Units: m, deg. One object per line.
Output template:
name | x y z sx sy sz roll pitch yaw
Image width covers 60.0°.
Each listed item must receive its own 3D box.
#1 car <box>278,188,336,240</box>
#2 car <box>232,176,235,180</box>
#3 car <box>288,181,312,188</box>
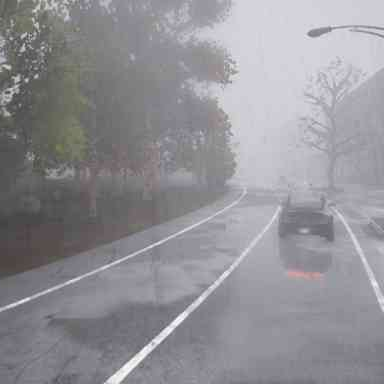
car | 4.555 0.862 13.233 1.837 1.490 4.892 0 4 20
car | 7.894 -3.700 73.581 2.150 2.045 5.566 1 4 -7
car | 9.039 -0.190 27.770 1.812 1.442 4.674 0 4 14
